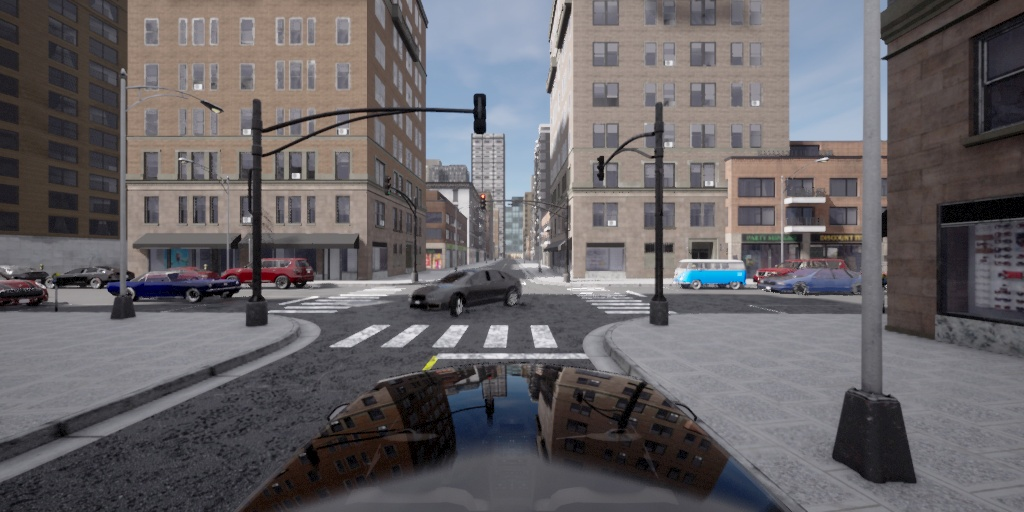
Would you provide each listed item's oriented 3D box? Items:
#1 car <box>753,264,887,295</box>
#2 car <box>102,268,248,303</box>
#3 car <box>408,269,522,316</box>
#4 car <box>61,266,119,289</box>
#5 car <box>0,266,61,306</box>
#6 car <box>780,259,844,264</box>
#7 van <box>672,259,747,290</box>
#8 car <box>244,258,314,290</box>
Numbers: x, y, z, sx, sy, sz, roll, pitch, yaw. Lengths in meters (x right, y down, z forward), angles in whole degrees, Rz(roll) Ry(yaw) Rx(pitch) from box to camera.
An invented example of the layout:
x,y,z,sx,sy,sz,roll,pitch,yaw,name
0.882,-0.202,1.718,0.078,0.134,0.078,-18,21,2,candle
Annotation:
x,y,z,sx,sy,sz,roll,pitch,yaw,name
16.354,1.315,19.137,5.357,1.411,2.033,0,0,0,car
-14.997,1.343,16.139,4.718,1.301,1.895,0,0,3,car
-1.580,1.255,13.522,1.837,1.490,4.892,-4,-2,38,car
-25.951,1.296,22.148,4.313,1.339,1.948,0,0,0,car
-20.454,1.177,13.589,4.097,1.591,1.967,0,0,0,car
17.639,1.083,21.884,5.009,1.841,2.192,0,0,0,car
12.043,1.105,21.918,3.998,1.789,1.690,0,0,0,van
-14.904,1.056,22.081,5.009,1.841,2.192,0,0,0,car
